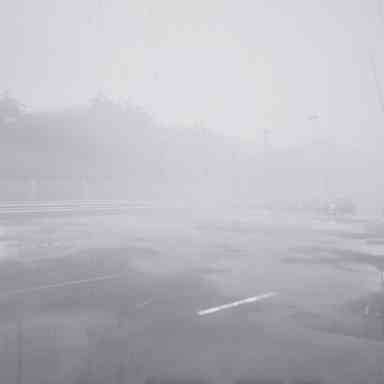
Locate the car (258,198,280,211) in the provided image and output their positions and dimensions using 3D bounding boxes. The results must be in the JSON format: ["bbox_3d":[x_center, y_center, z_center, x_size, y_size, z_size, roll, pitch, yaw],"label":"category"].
[{"bbox_3d":[9.181,1.388,36.453,4.181,1.385,1.994,2,-1,-37],"label":"car"}]

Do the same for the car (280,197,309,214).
[{"bbox_3d":[11.456,1.288,33.787,4.553,1.767,2.097,0,0,-37],"label":"car"}]

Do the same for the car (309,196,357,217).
[{"bbox_3d":[13.275,1.303,30.774,4.553,1.767,2.097,0,0,-37],"label":"car"}]
